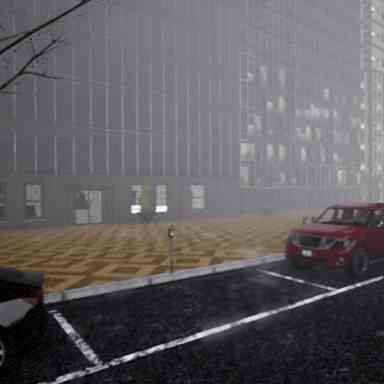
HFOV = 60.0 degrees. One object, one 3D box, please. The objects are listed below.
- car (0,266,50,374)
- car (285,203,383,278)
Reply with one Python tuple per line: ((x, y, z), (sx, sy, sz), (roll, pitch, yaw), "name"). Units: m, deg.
((-3.930, 1.571, 3.761), (4.313, 1.339, 1.947), (0, 0, -35), "car")
((5.061, 1.273, 10.173), (5.009, 1.841, 2.192), (0, 0, -35), "car")
